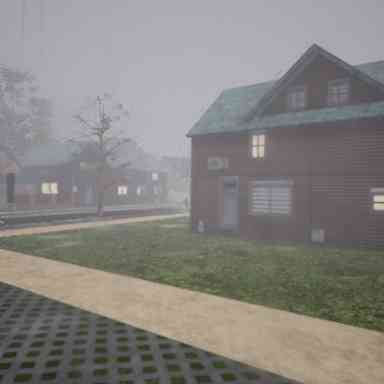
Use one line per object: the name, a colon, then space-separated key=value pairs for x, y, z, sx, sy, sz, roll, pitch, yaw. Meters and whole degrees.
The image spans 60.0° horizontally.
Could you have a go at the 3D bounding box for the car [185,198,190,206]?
car: x=0.934 y=1.123 z=45.079 sx=2.128 sy=1.511 sz=4.902 roll=1 pitch=1 yaw=34
